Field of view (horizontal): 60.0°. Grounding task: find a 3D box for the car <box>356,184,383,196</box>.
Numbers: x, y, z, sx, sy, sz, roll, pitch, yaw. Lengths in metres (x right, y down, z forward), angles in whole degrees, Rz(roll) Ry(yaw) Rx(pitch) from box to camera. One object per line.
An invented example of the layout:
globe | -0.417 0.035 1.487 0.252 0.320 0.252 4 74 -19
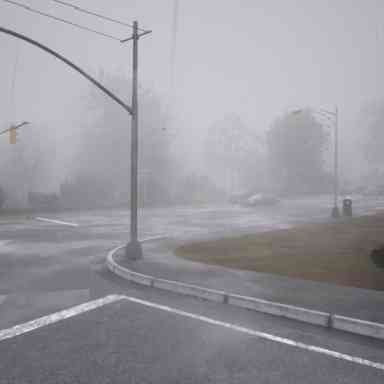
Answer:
car | 25.020 -0.234 44.796 4.902 1.511 2.128 -3 2 -25

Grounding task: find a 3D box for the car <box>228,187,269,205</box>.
car | 6.758 0.456 38.441 5.566 2.045 2.150 -3 2 -34

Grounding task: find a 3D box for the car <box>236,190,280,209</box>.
car | 7.168 0.882 34.470 4.674 1.442 1.812 -3 2 -34

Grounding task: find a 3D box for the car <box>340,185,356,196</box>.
car | 23.603 -0.220 47.998 4.892 1.490 1.837 -3 2 -25
